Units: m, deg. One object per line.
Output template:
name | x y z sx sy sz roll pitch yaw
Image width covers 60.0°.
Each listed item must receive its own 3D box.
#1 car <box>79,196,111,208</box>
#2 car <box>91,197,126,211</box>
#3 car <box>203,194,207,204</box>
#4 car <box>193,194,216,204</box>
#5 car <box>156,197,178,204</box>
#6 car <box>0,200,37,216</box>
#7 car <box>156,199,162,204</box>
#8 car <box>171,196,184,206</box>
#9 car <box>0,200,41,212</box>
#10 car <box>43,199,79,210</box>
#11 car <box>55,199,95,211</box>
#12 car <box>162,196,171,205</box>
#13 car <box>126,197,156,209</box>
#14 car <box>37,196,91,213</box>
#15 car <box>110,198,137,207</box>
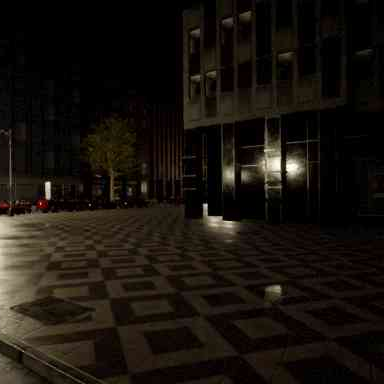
car | -14.341 1.484 49.325 1.967 1.590 4.097 -1 0 35
car | -10.547 1.524 39.831 1.947 1.339 4.313 -1 0 35
car | 2.298 1.222 58.371 2.192 1.841 5.009 -1 0 35
car | 2.381 1.283 63.018 2.097 1.767 4.553 -1 0 35
car | -4.703 1.574 63.231 1.947 1.339 4.313 -1 0 35
car | -16.970 1.576 30.562 1.802 1.307 4.206 -1 0 35
car | -8.012 1.544 58.455 1.752 1.417 4.829 -1 0 35
car | -0.913 1.462 53.735 1.887 1.381 4.507 -1 0 35
car | -20.763 1.642 40.055 1.947 1.339 4.313 -1 0 35
car | -17.551 1.641 44.690 1.802 1.307 4.206 -1 0 35
car | -15.143 1.626 43.325 1.895 1.301 4.718 -1 0 35
car | -3.339 1.474 60.189 2.128 1.511 4.902 -1 0 35
car | -7.336 1.509 44.465 1.947 1.339 4.313 -1 0 35
car | -13.761 1.290 35.198 2.192 1.841 5.009 -1 0 35
car | -11.127 1.612 53.960 1.802 1.307 4.206 -1 0 35
